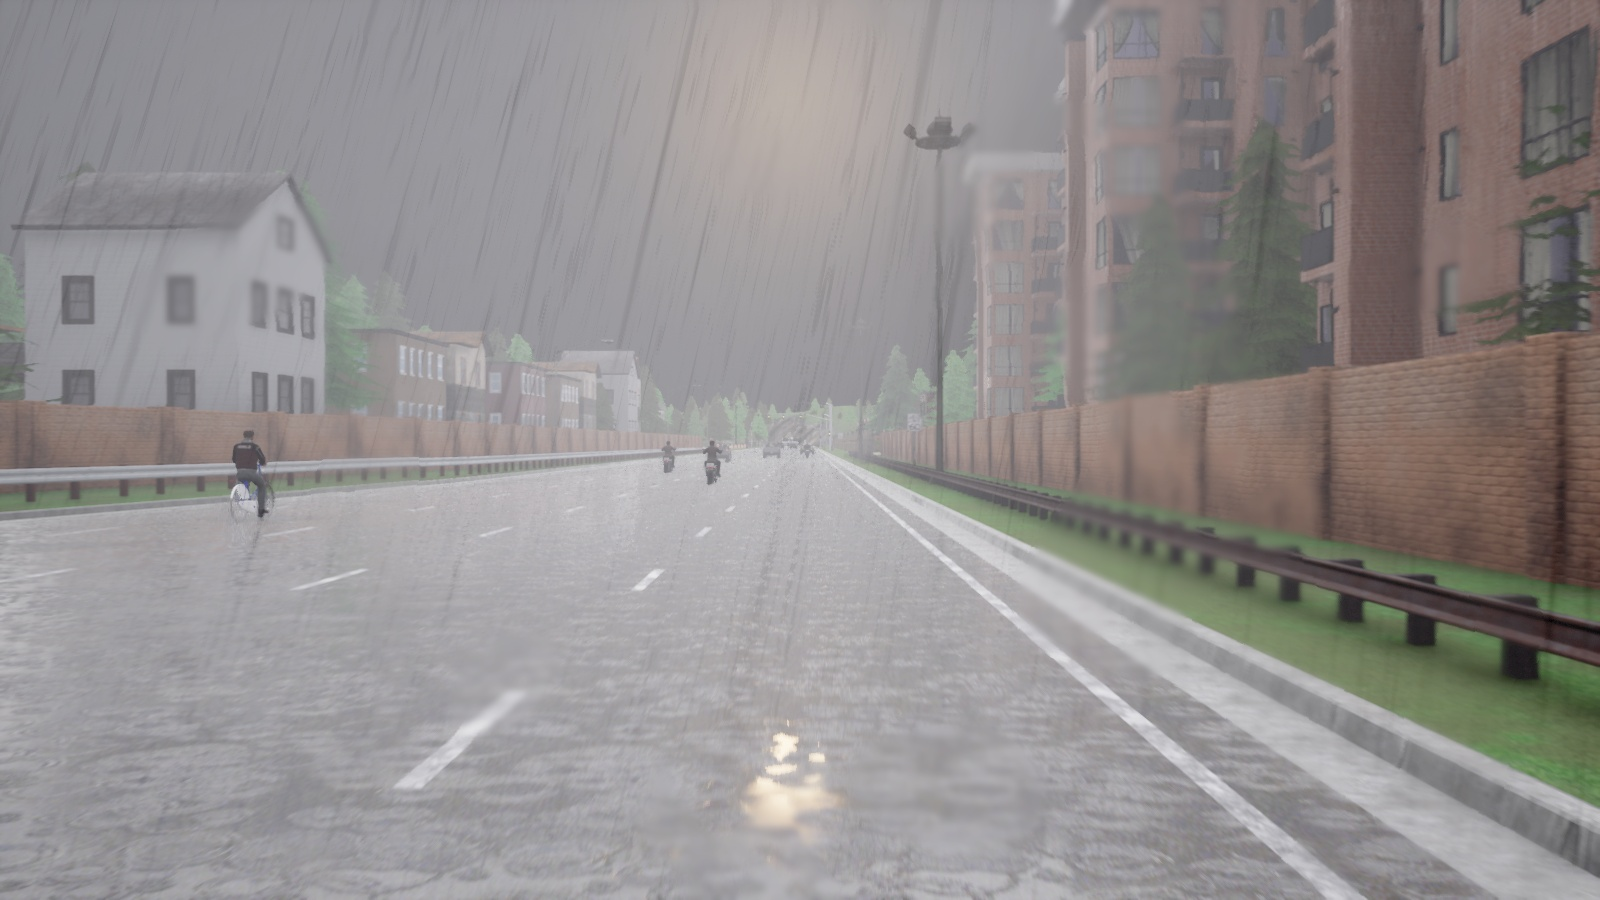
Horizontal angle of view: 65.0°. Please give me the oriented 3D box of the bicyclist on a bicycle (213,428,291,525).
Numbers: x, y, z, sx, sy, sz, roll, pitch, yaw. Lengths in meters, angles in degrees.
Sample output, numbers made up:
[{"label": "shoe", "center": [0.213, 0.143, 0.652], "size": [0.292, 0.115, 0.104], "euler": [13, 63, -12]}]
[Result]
[{"label": "bicyclist on a bicycle", "center": [-10.350, 0.475, 23.778], "size": [0.659, 1.776, 1.843], "euler": [0, 1, 0]}]

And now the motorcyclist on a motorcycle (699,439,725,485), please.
[{"label": "motorcyclist on a motorcycle", "center": [-3.222, 0.434, 46.302], "size": [0.766, 1.649, 2.350], "euler": [0, 0, 0]}]
